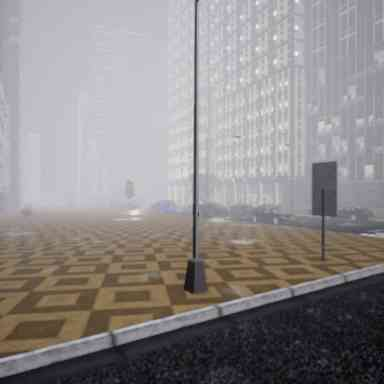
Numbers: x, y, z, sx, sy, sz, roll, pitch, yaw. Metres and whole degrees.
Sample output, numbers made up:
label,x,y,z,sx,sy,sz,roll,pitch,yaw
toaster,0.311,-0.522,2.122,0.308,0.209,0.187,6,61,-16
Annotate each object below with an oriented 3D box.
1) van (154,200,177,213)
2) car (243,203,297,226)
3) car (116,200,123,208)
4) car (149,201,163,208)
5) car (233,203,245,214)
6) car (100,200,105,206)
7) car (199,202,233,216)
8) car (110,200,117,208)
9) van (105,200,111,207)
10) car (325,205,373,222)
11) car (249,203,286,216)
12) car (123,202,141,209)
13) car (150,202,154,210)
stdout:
label,x,y,z,sx,sy,sz,roll,pitch,yaw
van,-3.462,2.015,46.321,1.690,1.788,3.998,-1,-1,-26
car,6.306,1.823,26.050,2.008,1.369,4.403,-1,-1,-26
car,-13.149,2.613,66.434,1.752,1.417,4.829,-1,-1,-26
car,-8.112,2.824,75.289,1.802,1.307,4.206,-1,-1,-26
car,6.533,2.182,44.888,1.947,1.339,4.313,-1,-1,-26
car,-22.985,3.065,86.853,1.887,1.381,4.507,-1,-1,-26
car,2.519,2.014,39.915,1.882,1.535,5.008,0,-1,-26
car,-15.663,2.743,71.653,1.887,1.381,4.507,-1,-1,-26
van,-18.107,2.646,76.722,1.690,1.788,3.998,-1,-1,-26
car,13.856,1.867,29.687,2.008,1.369,4.403,-1,-1,-26
car,8.974,2.081,39.821,1.947,1.339,4.313,-1,-1,-26
car,-10.781,2.536,61.519,2.008,1.369,4.403,-1,-1,-26
car,-5.585,2.482,56.957,1.994,1.385,4.181,0,-1,-26
